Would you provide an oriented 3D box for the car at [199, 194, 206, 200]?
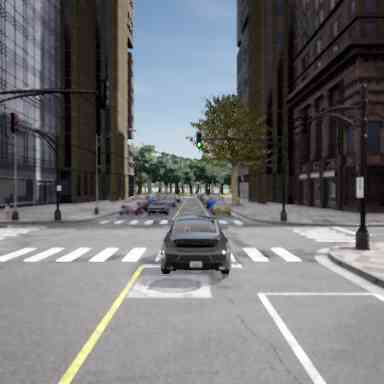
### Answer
[{"bbox_3d":[2.765,1.318,88.606,1.802,1.307,4.206,0,0,0],"label":"car"}]

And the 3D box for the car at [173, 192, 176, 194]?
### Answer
[{"bbox_3d":[-5.760,1.341,82.923,1.802,1.307,4.206,0,0,0],"label":"car"}]

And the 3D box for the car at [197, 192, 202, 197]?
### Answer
[{"bbox_3d":[2.761,1.120,71.567,2.192,1.841,5.009,-1,0,0],"label":"car"}]

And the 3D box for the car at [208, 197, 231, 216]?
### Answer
[{"bbox_3d":[2.758,1.467,31.983,1.752,1.417,4.829,-1,0,0],"label":"car"}]

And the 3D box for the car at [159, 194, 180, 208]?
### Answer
[{"bbox_3d":[-3.077,1.402,45.322,1.837,1.490,4.892,0,2,0],"label":"car"}]

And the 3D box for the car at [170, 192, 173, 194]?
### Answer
[{"bbox_3d":[-5.763,1.245,71.563,1.967,1.590,4.097,0,0,0],"label":"car"}]

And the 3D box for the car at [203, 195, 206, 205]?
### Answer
[{"bbox_3d":[2.760,1.476,43.172,1.947,1.339,4.313,-1,0,0],"label":"car"}]

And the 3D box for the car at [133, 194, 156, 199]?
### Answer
[{"bbox_3d":[-5.769,1.242,37.485,2.192,1.841,5.009,-1,0,0],"label":"car"}]

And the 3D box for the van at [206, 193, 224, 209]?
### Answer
[{"bbox_3d":[2.757,1.268,37.492,1.690,1.788,3.998,-1,0,0],"label":"van"}]

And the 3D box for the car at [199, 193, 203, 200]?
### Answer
[{"bbox_3d":[2.762,1.395,60.210,1.887,1.381,4.507,-1,0,0],"label":"car"}]

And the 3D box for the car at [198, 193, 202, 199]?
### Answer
[{"bbox_3d":[2.762,1.379,65.889,2.008,1.369,4.403,-1,0,0],"label":"car"}]

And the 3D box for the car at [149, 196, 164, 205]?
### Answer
[{"bbox_3d":[-5.764,1.422,54.525,2.008,1.369,4.403,-1,0,0],"label":"car"}]

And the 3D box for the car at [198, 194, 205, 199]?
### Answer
[{"bbox_3d":[2.765,1.236,94.454,1.752,1.417,4.829,0,0,0],"label":"car"}]

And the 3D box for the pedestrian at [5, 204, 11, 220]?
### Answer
[{"bbox_3d":[-12.521,1.344,22.639,0.500,1.100,0.500,0,0,0],"label":"pedestrian"}]

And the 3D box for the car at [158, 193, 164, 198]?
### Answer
[{"bbox_3d":[-5.767,1.206,48.845,2.192,1.841,5.009,-1,0,0],"label":"car"}]

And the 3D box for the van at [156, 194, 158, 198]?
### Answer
[{"bbox_3d":[-5.768,1.251,43.165,1.690,1.788,3.998,-1,0,0],"label":"van"}]

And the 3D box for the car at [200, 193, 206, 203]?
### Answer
[{"bbox_3d":[2.761,1.396,54.701,1.752,1.417,4.829,-1,0,0],"label":"car"}]

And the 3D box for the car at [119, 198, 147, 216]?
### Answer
[{"bbox_3d":[-5.767,1.524,31.805,1.802,1.307,4.206,-1,0,0],"label":"car"}]

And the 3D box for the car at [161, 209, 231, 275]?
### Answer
[{"bbox_3d":[0.098,1.490,10.392,1.837,1.490,4.892,0,0,0],"label":"car"}]

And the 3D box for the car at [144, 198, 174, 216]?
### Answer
[{"bbox_3d":[-3.092,1.543,31.802,1.895,1.301,4.718,0,0,0],"label":"car"}]
